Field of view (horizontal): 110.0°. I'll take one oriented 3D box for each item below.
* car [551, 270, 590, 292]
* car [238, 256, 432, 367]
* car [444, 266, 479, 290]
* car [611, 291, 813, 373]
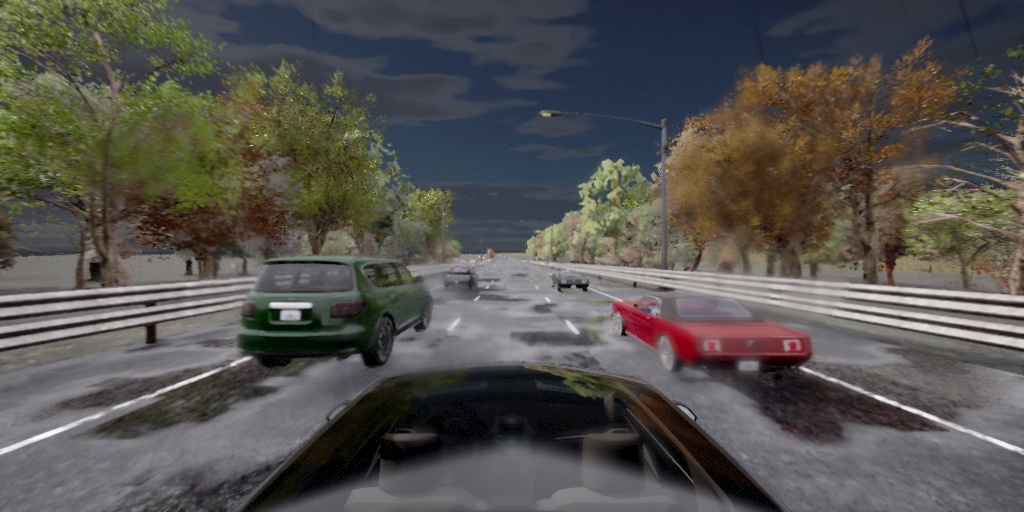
[{"bbox_3d":[3.602,1.543,23.136,1.895,1.301,4.718,0,-1,0],"label":"car"},{"bbox_3d":[-3.400,1.029,8.192,2.150,2.045,5.566,0,-1,0],"label":"car"},{"bbox_3d":[-3.399,1.447,24.558,2.128,1.511,4.902,0,-1,0],"label":"car"},{"bbox_3d":[3.599,1.403,7.663,1.895,1.301,4.718,0,-1,0],"label":"car"}]
